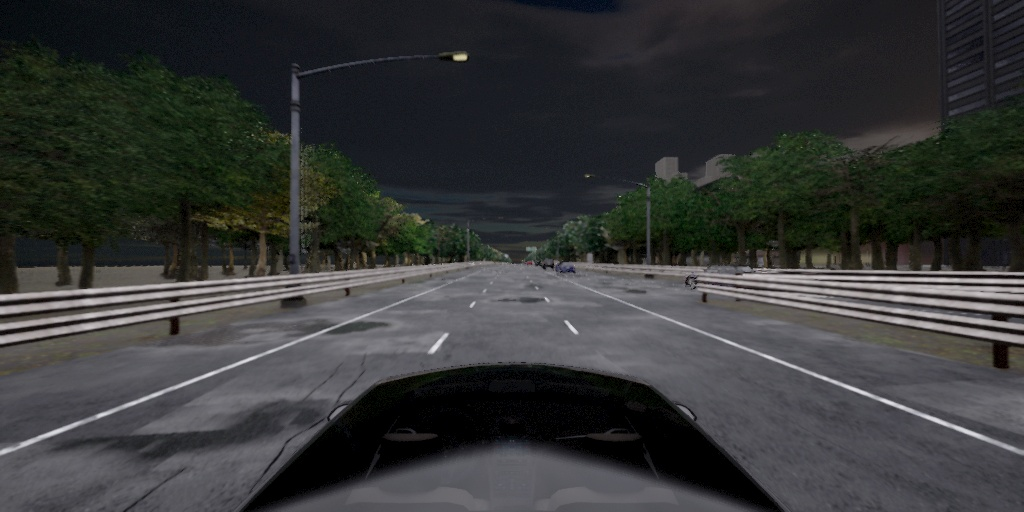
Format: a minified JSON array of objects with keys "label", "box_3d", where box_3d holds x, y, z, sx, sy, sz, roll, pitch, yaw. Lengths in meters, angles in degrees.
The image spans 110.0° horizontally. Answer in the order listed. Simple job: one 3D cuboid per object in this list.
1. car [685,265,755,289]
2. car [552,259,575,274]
[{"label":"car","box_3d":[13.492,1.346,23.185,2.097,1.767,4.553,1,-1,-19]},{"label":"car","box_3d":[7.381,1.552,50.213,2.097,1.767,4.553,0,0,-4]}]
